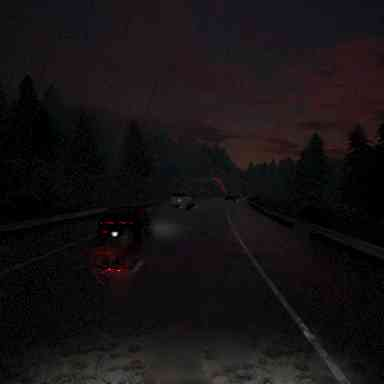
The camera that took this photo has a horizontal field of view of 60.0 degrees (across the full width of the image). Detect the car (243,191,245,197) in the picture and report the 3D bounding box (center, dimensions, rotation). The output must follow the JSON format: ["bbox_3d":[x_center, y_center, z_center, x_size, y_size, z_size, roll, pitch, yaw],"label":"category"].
[{"bbox_3d":[10.823,0.947,79.105,1.812,1.442,4.674,0,0,14],"label":"car"}]

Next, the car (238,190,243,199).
[{"bbox_3d":[9.455,0.813,73.344,2.097,1.767,4.553,0,0,13],"label":"car"}]

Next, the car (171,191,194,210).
[{"bbox_3d":[-1.044,0.935,38.364,2.150,2.045,5.566,0,0,7],"label":"car"}]

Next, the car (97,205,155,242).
[{"bbox_3d":[-2.940,1.386,15.588,1.837,1.490,4.892,0,0,3],"label":"car"}]

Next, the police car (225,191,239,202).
[{"bbox_3d":[7.439,0.956,63.882,1.930,1.638,5.238,0,0,11],"label":"police car"}]
